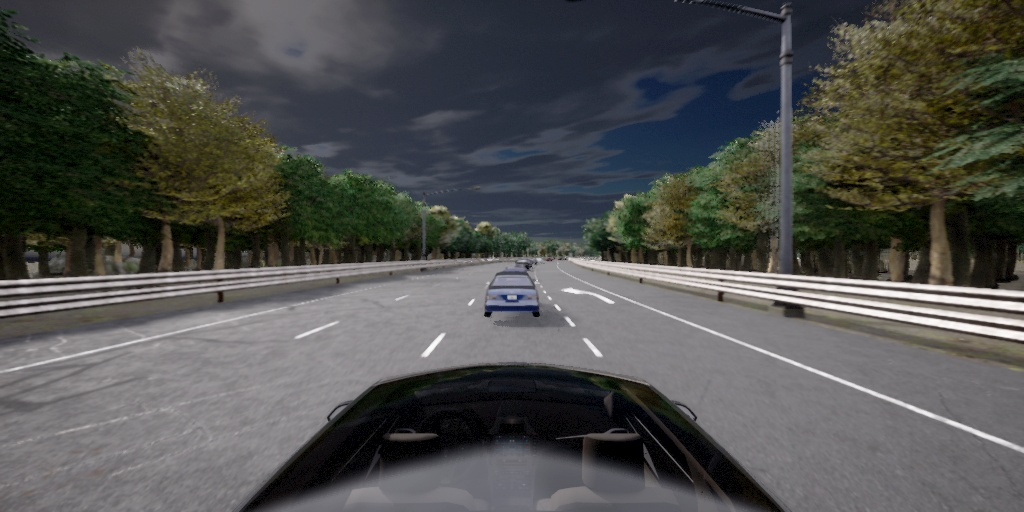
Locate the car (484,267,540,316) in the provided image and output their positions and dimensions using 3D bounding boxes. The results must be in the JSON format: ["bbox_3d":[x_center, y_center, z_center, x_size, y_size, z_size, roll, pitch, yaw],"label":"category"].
[{"bbox_3d":[0.008,1.286,13.234,2.033,1.411,5.357,0,0,0],"label":"car"}]

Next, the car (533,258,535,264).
[{"bbox_3d":[2.413,1.233,59.726,1.812,1.442,4.674,0,0,6],"label":"car"}]

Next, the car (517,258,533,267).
[{"bbox_3d":[1.510,1.185,49.744,1.882,1.535,5.008,0,0,5],"label":"car"}]

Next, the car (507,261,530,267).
[{"bbox_3d":[0.350,1.324,30.257,1.895,1.301,4.718,0,0,2],"label":"car"}]
